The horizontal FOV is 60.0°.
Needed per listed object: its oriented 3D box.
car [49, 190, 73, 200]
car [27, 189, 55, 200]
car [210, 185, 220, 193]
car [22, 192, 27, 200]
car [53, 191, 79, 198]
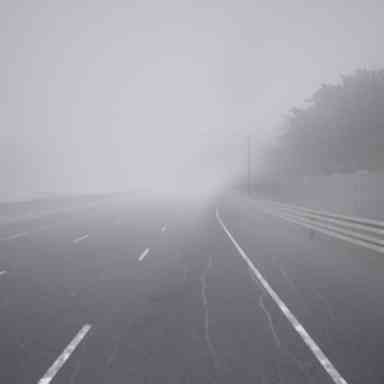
[{"bbox_3d":[-23.054,0.480,58.865,2.033,1.411,5.357,0,2,2],"label":"car"},{"bbox_3d":[-20.168,0.638,45.767,2.097,1.767,4.553,0,2,3],"label":"car"},{"bbox_3d":[6.116,-0.473,85.244,1.895,1.301,4.718,0,2,2],"label":"car"},{"bbox_3d":[-26.073,0.395,54.724,2.097,1.767,4.553,0,2,-1],"label":"car"},{"bbox_3d":[-16.682,0.891,45.504,1.895,1.301,4.718,0,1,3],"label":"car"}]
